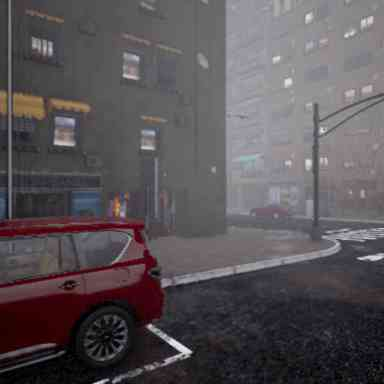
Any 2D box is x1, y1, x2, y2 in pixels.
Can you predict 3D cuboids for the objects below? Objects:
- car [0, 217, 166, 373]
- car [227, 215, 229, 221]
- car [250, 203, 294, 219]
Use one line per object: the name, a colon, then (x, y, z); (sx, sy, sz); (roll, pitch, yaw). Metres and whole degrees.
car: (-2.711, 1.315, 4.166); (5.009, 1.841, 2.192); (0, 0, -36)
car: (1.151, 1.813, 26.878); (1.802, 1.307, 4.206); (-1, 0, -36)
car: (7.510, 1.762, 31.475); (1.887, 1.381, 4.507); (-1, 0, -36)
